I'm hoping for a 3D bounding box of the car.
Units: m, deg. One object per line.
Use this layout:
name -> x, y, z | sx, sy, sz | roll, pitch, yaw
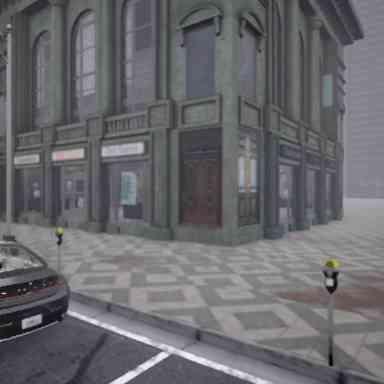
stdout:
car -> -3.937, 1.507, 5.785 | 4.403, 1.369, 2.008 | 0, 0, 36
